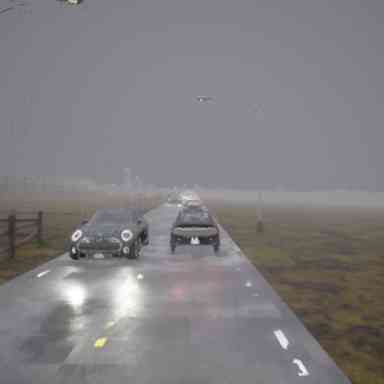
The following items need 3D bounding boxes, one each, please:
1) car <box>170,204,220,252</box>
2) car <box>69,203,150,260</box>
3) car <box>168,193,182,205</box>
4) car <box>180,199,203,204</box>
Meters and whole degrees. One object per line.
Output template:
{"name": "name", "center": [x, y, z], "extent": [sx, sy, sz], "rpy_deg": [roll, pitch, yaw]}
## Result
{"name": "car", "center": [0.108, 1.493, 13.839], "extent": [2.128, 1.511, 4.902], "rpy_deg": [0, 0, 0]}
{"name": "car", "center": [-2.843, 1.354, 12.370], "extent": [2.097, 1.767, 4.553], "rpy_deg": [0, 0, 0]}
{"name": "car", "center": [-2.782, 1.135, 54.366], "extent": [2.097, 1.767, 4.553], "rpy_deg": [0, 0, 1]}
{"name": "car", "center": [0.116, 1.479, 30.716], "extent": [1.812, 1.442, 4.674], "rpy_deg": [0, 0, 0]}
